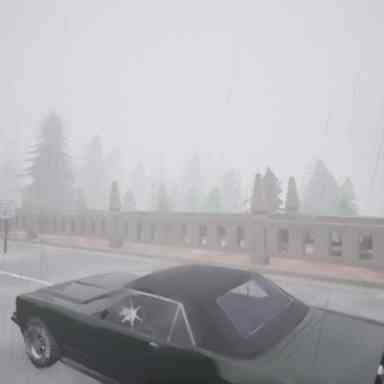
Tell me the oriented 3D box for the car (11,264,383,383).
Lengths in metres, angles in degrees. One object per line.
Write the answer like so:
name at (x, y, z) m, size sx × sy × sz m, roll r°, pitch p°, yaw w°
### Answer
car at (-0.262, 1.628, 4.179) m, size 4.718 × 1.301 × 1.895 m, roll -1°, pitch -1°, yaw 35°
